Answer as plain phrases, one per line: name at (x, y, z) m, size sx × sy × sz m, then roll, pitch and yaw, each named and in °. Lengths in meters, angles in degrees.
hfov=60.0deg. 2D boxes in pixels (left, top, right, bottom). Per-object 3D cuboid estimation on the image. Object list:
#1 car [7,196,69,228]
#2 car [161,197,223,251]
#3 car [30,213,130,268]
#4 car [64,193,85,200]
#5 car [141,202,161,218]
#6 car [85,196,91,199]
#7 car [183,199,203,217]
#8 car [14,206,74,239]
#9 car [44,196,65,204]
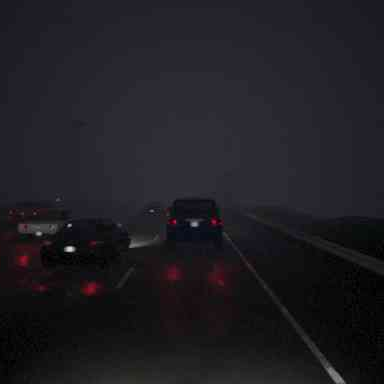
car at (-10.395, 1.360, 22.528) m, size 2.097 × 1.767 × 4.553 m, roll 0°, pitch 0°, yaw 0°
car at (0.114, 1.227, 14.351) m, size 2.150 × 2.045 × 5.566 m, roll 0°, pitch 0°, yaw 0°
car at (-3.398, 1.568, 11.278) m, size 1.994 × 1.385 × 4.181 m, roll 0°, pitch 0°, yaw 0°
car at (-21.018, 1.242, 57.774) m, size 2.150 × 2.045 × 5.566 m, roll 0°, pitch 0°, yaw 1°
car at (-3.395, 1.575, 30.177) m, size 1.994 × 1.385 × 4.181 m, roll 0°, pitch 0°, yaw 0°
car at (-24.423, 1.619, 75.217) m, size 1.895 × 1.301 × 4.718 m, roll 0°, pitch 0°, yaw 1°
car at (0.107, 1.517, 32.845) m, size 1.837 × 1.490 × 4.892 m, roll 0°, pitch 0°, yaw 0°
car at (-6.898, 1.607, 17.216) m, size 1.895 × 1.301 × 4.718 m, roll 0°, pitch 0°, yaw 0°
car at (-27.988, 1.564, 67.778) m, size 2.033 × 1.411 × 5.357 m, roll 0°, pitch 0°, yaw 0°
